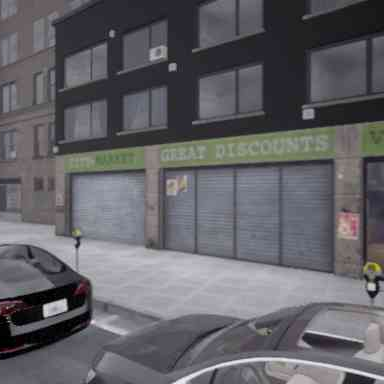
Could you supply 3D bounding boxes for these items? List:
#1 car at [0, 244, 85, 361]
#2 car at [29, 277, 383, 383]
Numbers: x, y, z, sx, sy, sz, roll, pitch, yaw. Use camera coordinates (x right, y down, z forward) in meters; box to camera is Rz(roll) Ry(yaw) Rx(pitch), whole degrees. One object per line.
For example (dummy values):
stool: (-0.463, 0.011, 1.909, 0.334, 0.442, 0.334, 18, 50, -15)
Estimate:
car: (-3.476, 1.546, 5.561, 4.313, 1.339, 1.947, 0, 0, 36)
car: (1.020, 1.549, 2.353, 4.403, 1.369, 2.008, 0, 0, 36)
